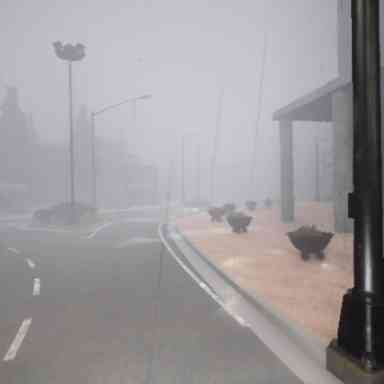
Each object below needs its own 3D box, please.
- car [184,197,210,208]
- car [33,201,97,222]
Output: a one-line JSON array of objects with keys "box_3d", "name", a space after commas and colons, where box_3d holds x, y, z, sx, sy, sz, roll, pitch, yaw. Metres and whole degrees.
[{"box_3d": [0.718, 1.303, 42.580, 1.994, 1.385, 4.181, -1, 0, 29], "name": "car"}, {"box_3d": [-10.084, 1.522, 26.692, 1.837, 1.490, 4.892, 0, 1, 43], "name": "car"}]
